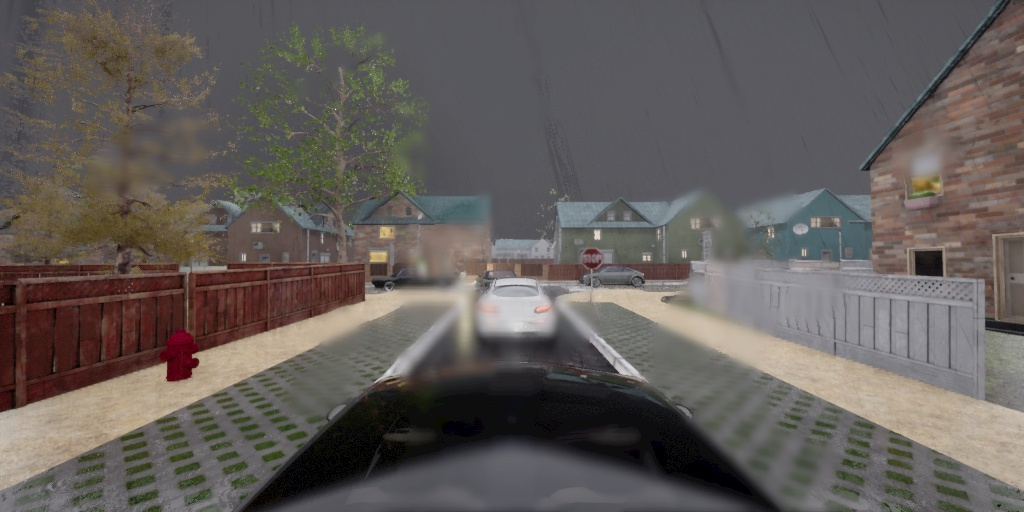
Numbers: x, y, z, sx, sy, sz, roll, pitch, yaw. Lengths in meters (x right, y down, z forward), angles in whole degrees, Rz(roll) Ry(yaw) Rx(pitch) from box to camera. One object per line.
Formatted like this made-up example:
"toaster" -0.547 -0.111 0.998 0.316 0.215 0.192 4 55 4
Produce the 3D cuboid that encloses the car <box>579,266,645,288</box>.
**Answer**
"car" 6.539 1.344 23.688 4.181 1.385 1.994 0 -1 1

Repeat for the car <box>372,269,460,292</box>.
"car" -5.482 1.416 20.897 4.718 1.301 1.895 -1 -1 1

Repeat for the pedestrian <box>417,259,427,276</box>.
"pedestrian" -6.701 1.119 26.783 0.375 1.860 0.375 0 -1 1

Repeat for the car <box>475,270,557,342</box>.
"car" 0.103 1.280 9.694 1.812 1.442 4.674 0 0 0

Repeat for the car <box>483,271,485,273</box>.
"car" -0.756 1.366 18.512 1.895 1.301 4.718 0 -1 -12
